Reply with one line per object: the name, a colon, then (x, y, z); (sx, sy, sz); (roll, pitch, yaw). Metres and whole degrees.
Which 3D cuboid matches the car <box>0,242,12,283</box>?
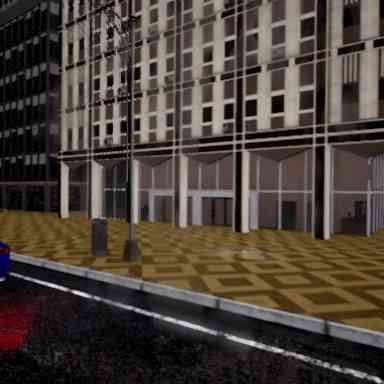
car: (-6.399, 1.455, 8.189); (5.008, 1.535, 1.882); (1, 0, 36)
